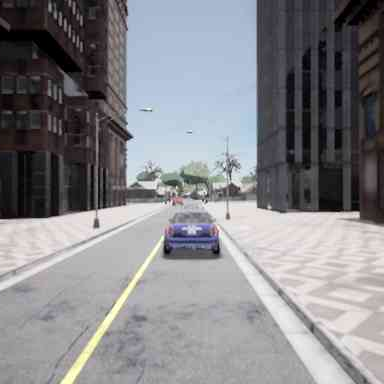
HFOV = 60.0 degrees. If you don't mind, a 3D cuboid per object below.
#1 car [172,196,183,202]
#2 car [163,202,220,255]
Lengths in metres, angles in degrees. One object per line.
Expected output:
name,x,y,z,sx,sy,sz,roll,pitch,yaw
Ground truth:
car,-3.035,1.944,70.957,2.150,2.045,5.566,0,-1,0
car,-0.006,1.488,14.067,2.097,1.767,4.553,0,-1,0
